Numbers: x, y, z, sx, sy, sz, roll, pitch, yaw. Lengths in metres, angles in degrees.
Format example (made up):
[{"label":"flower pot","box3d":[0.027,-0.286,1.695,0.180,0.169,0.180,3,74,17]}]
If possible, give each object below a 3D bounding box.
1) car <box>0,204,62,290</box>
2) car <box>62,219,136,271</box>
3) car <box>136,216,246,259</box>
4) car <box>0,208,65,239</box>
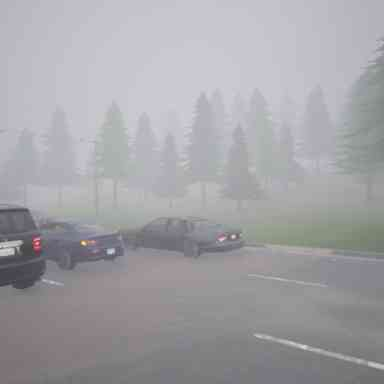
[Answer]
[{"label":"car","box3d":[-5.864,1.327,8.165,5.566,2.045,2.150,-1,-1,36]},{"label":"car","box3d":[-4.317,1.639,11.365,4.674,1.442,1.812,-1,0,36]},{"label":"car","box3d":[-0.606,1.638,13.023,5.357,1.411,2.033,-1,0,35]},{"label":"car","box3d":[-10.066,1.770,19.764,5.357,1.411,2.033,-1,0,35]}]
